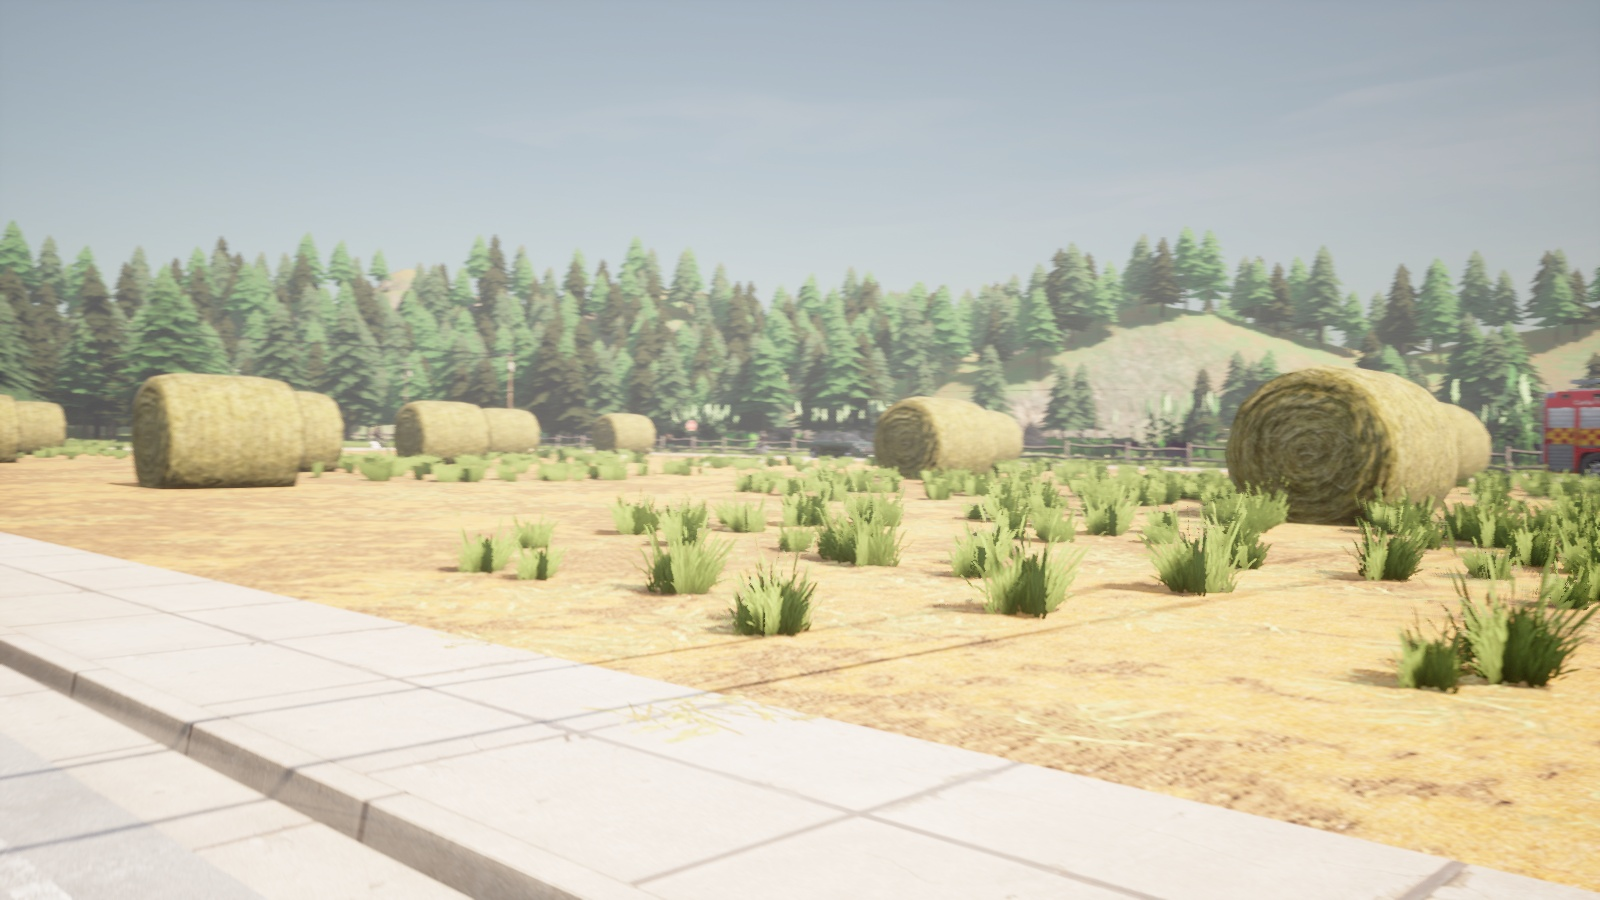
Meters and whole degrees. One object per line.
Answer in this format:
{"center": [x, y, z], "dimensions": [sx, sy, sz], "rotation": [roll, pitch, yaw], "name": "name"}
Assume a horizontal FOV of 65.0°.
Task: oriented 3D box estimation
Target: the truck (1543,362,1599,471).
{"center": [30.756, -1.178, 43.202], "dimensions": [2.891, 3.827, 8.468], "rotation": [-1, 1, -42], "name": "truck"}

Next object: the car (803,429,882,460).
{"center": [2.496, -0.313, 74.475], "dimensions": [2.097, 1.767, 4.553], "rotation": [-1, 1, -42], "name": "car"}

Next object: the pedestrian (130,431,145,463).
{"center": [-37.826, -0.167, 71.681], "dimensions": [0.703, 1.840, 0.431], "rotation": [-1, 1, -28], "name": "pedestrian"}
